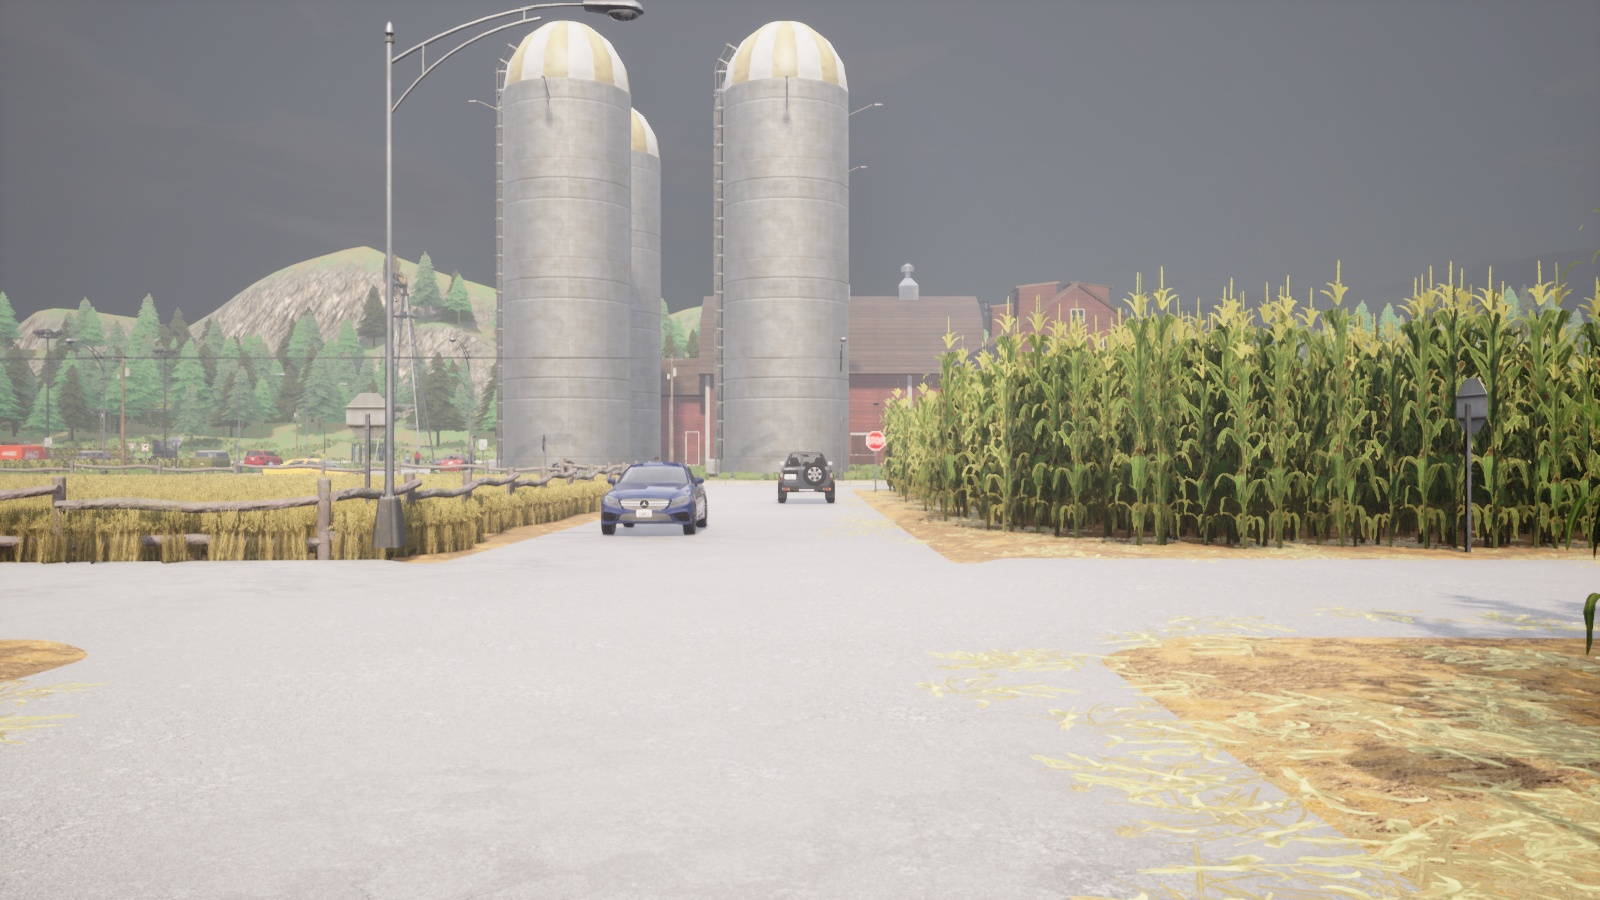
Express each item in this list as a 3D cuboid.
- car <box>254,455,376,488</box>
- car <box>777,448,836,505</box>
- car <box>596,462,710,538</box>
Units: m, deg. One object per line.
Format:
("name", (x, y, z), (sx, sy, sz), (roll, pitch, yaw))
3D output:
("car", (-23.578, 1.023, 61.067), (5.366, 1.575, 1.801), (0, 0, 9))
("car", (0.214, 0.874, 43.366), (1.932, 1.855, 4.605), (0, 0, 0))
("car", (-2.965, 0.966, 26.275), (1.812, 1.442, 4.674), (0, 0, 0))
